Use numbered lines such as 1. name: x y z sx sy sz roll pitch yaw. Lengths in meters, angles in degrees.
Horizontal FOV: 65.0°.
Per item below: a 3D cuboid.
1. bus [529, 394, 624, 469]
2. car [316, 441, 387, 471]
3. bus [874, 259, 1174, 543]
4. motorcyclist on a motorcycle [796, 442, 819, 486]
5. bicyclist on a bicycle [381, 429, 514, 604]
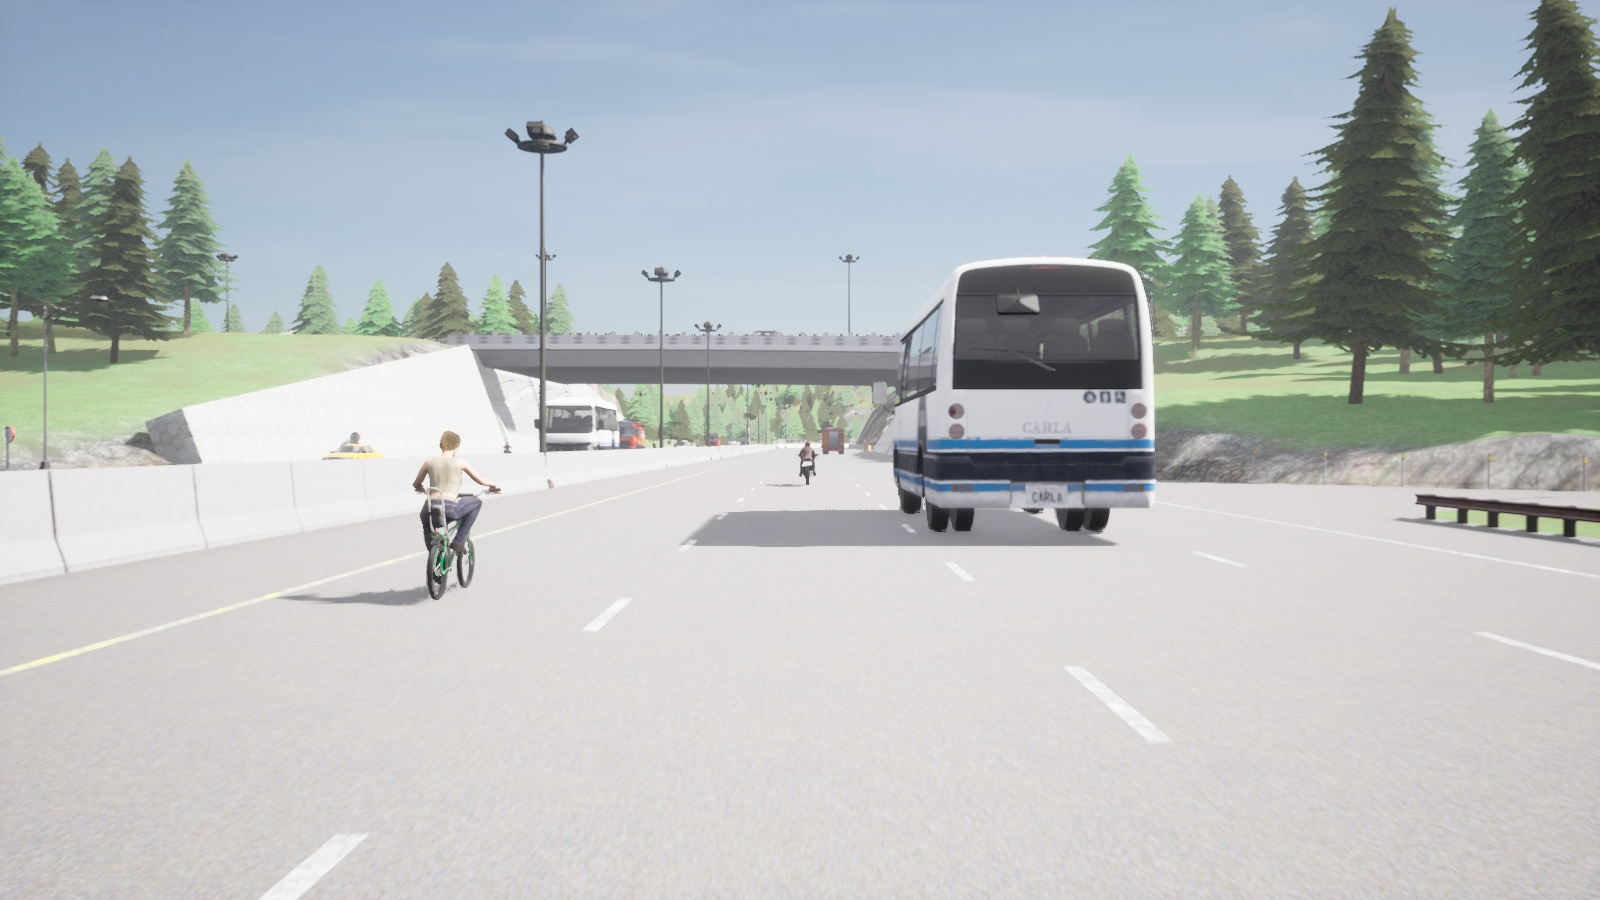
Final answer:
1. bus: -13.545 -1.075 77.125 3.944 4.253 10.273 0 0 0
2. car: -24.168 0.284 67.878 1.801 1.575 5.366 0 0 2
3. bus: 3.653 -0.762 23.931 3.944 4.253 10.273 0 0 0
4. motorcyclist on a motorcycle: 0.267 0.479 44.344 0.797 1.523 2.044 0 0 0
5. bicyclist on a bicycle: -3.420 0.611 12.332 0.866 1.612 1.509 0 0 1
